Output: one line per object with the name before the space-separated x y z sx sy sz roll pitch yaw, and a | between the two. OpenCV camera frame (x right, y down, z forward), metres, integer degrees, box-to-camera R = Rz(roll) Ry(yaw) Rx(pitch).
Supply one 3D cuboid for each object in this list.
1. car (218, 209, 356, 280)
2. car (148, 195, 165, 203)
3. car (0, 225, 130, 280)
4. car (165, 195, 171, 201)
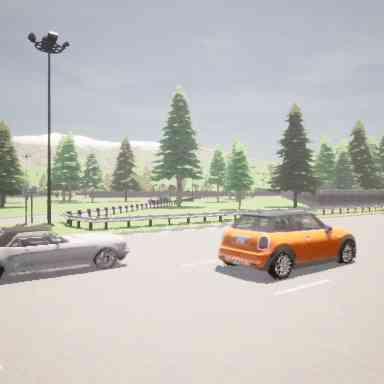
car | 3.030 1.351 10.194 4.553 1.767 2.097 0 0 -35
car | -6.601 1.601 59.945 1.895 1.301 4.718 0 0 5
car | -4.208 1.601 9.339 4.718 1.301 1.895 0 0 -35
car | -5.655 1.351 69.765 2.097 1.767 4.553 0 0 5
